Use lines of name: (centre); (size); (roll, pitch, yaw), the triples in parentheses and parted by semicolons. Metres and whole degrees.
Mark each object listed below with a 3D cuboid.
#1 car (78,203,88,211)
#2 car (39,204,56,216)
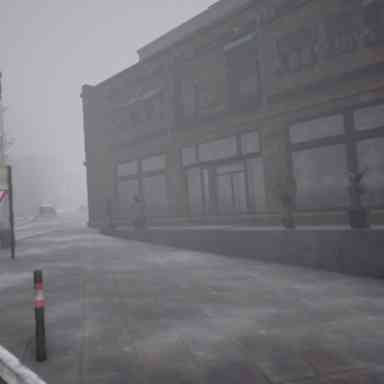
car: (-17.466, 2.435, 56.748); (1.895, 1.301, 4.718); (-4, 1, 12)
car: (-19.399, 2.339, 44.572); (1.882, 1.535, 5.008); (-3, -1, -24)
